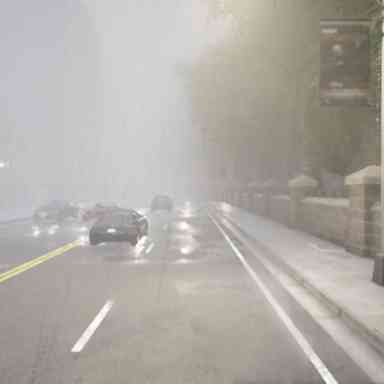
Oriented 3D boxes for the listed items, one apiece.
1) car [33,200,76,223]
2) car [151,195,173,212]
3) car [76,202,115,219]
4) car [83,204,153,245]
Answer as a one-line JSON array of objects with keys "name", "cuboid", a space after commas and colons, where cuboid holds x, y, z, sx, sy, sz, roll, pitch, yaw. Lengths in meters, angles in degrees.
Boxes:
[{"name": "car", "cuboid": [-9.768, 1.335, 24.304, 2.128, 1.511, 4.902, 0, 0, 1]}, {"name": "car", "cuboid": [-3.141, 1.118, 35.752, 2.097, 1.767, 4.553, 0, 0, 0]}, {"name": "car", "cuboid": [-6.516, 1.442, 24.387, 1.895, 1.301, 4.718, 0, 0, 1]}, {"name": "car", "cuboid": [-3.146, 1.466, 14.997, 1.994, 1.385, 4.181, 0, 0, 0]}]
